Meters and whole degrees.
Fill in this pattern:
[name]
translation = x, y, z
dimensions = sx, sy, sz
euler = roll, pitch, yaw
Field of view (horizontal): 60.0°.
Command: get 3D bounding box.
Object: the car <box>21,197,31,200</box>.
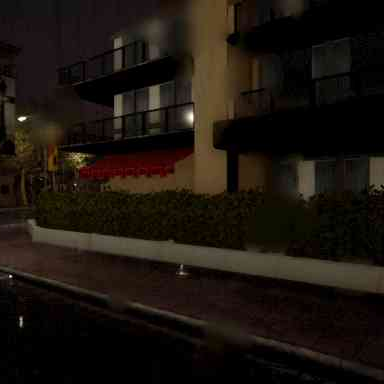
[car]
translation = -35.601, 1.481, 67.658
dimensions = 4.892, 1.521, 2.231
euler = 0, 0, 36
